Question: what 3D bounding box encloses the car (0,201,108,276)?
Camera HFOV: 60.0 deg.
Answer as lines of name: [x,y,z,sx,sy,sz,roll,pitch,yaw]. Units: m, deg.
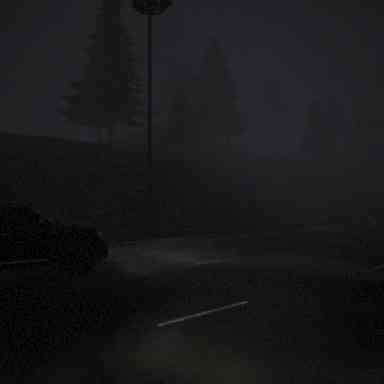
car: [-5.076,1.220,8.713,5.566,2.045,2.150,0,0,-36]
